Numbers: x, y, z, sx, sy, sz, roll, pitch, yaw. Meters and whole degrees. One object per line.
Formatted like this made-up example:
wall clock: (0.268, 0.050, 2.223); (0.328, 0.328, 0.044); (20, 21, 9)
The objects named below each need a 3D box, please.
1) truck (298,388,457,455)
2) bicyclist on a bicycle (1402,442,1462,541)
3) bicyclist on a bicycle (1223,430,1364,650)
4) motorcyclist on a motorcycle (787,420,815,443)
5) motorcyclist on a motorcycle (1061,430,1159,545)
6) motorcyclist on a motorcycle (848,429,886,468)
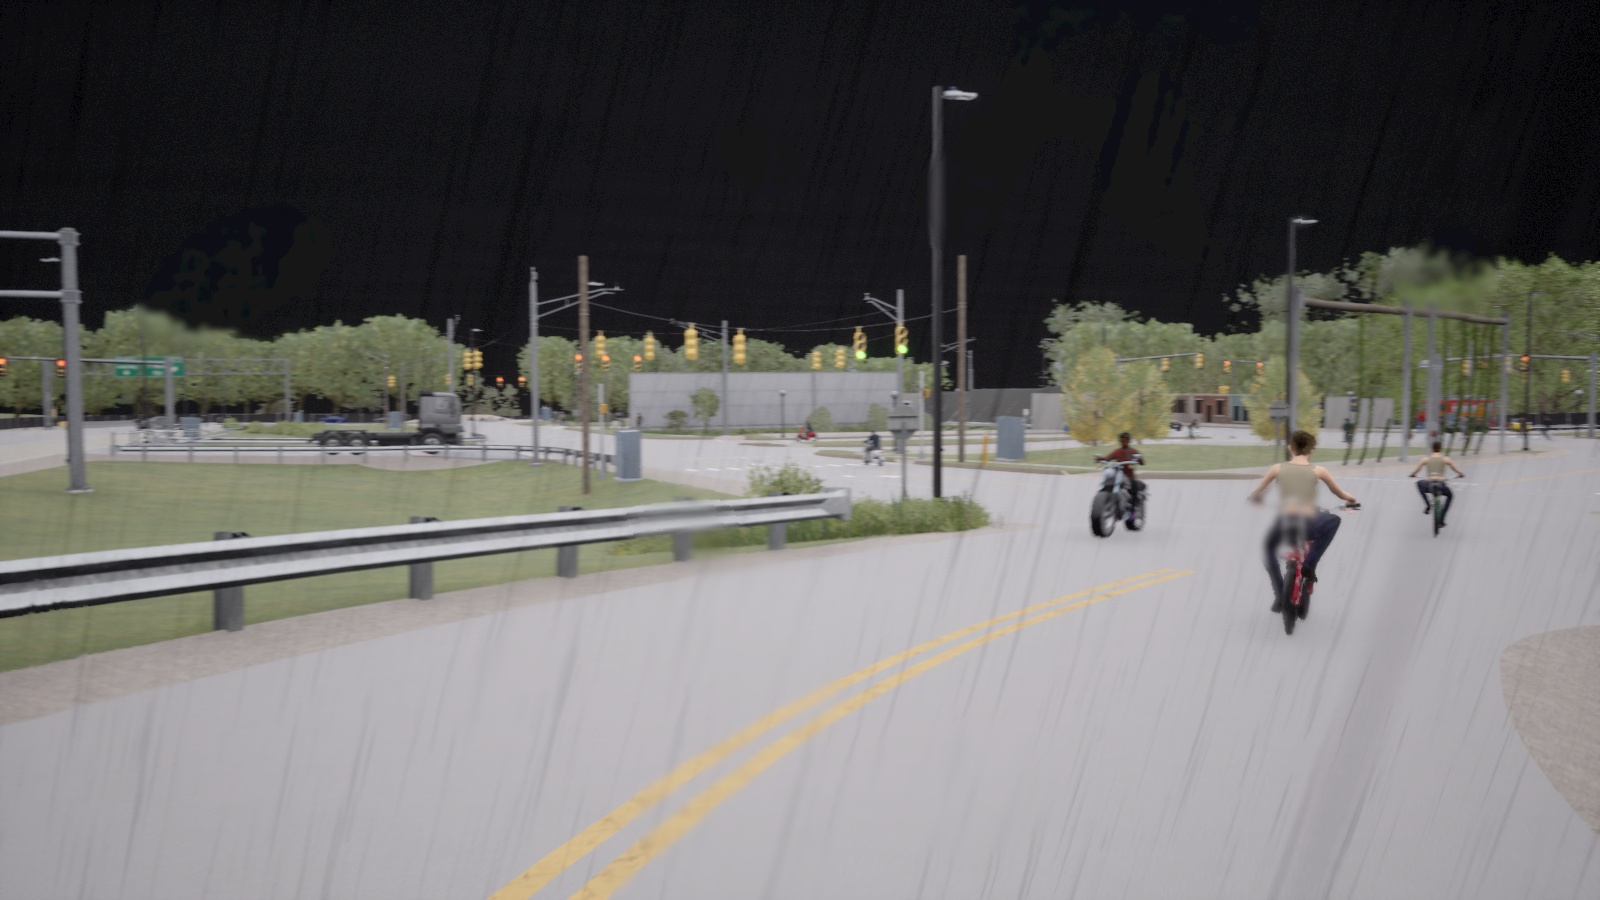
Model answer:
truck: (-22.620, -1.526, 67.330); (7.936, 3.462, 2.891); (0, 2, -21)
bicyclist on a bicycle: (10.678, 0.677, 21.205); (0.866, 1.612, 1.509); (0, 0, 28)
bicyclist on a bicycle: (4.011, 0.659, 10.140); (0.866, 1.612, 1.509); (2, 1, 27)
motorcyclist on a motorcycle: (0.064, -1.332, 89.315); (1.817, 1.590, 0.866); (-1, 3, -27)
motorcyclist on a motorcycle: (4.800, 0.538, 19.326); (0.766, 1.649, 2.350); (2, 1, 31)
motorcyclist on a motorcycle: (2.817, -0.083, 53.140); (0.866, 1.590, 1.817); (-2, 2, -23)
